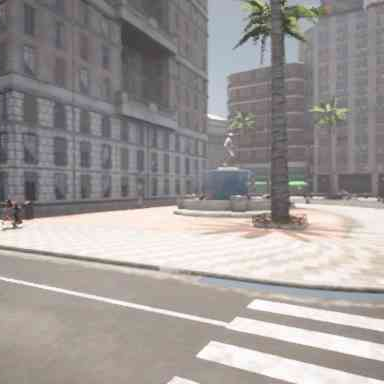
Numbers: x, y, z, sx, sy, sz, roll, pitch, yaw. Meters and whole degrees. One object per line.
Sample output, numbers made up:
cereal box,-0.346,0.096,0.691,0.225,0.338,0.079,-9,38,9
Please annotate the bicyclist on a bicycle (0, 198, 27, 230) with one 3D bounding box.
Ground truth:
bicyclist on a bicycle,-9.272,1.137,17.192,0.582,1.620,1.656,0,1,28

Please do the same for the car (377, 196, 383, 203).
car,28.331,0.932,46.699,1.994,1.385,4.181,0,1,-24

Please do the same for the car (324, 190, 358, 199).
car,20.795,0.367,46.515,2.097,1.767,4.553,-1,1,-30
